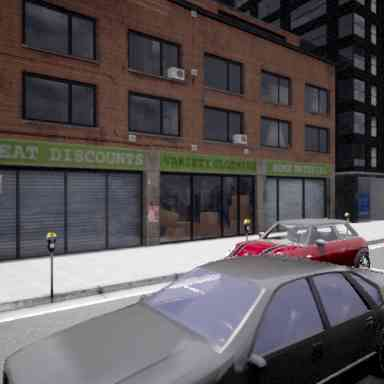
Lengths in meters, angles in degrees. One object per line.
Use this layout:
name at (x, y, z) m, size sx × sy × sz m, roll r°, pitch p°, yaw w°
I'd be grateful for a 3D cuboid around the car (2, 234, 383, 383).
car at (0.792, 1.547, 3.940) m, size 5.357 × 1.411 × 2.033 m, roll 0°, pitch 0°, yaw -36°

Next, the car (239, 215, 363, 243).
car at (2.694, 1.440, 8.456) m, size 4.097 × 1.590 × 1.967 m, roll 0°, pitch 0°, yaw -35°
